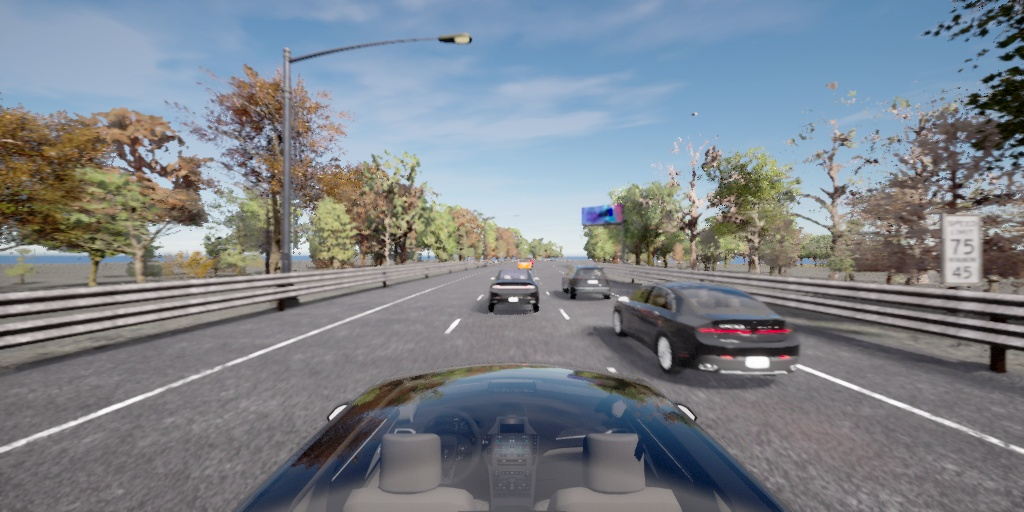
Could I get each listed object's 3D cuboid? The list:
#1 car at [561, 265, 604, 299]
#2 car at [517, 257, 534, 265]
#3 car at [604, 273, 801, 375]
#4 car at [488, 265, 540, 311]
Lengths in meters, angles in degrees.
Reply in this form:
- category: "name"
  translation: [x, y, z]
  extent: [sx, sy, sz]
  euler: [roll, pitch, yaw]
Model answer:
- category: "car"
  translation: [3.686, 1.239, 18.412]
  extent: [2.033, 1.649, 4.856]
  euler: [0, 0, 1]
- category: "car"
  translation: [1.904, 1.299, 54.028]
  extent: [2.097, 1.767, 4.553]
  euler: [0, 0, 4]
- category: "car"
  translation: [3.520, 1.277, 7.535]
  extent: [1.837, 1.490, 4.892]
  euler: [0, 0, 0]
- category: "car"
  translation: [0.108, 1.282, 14.646]
  extent: [2.128, 1.511, 4.902]
  euler: [0, 0, 1]
